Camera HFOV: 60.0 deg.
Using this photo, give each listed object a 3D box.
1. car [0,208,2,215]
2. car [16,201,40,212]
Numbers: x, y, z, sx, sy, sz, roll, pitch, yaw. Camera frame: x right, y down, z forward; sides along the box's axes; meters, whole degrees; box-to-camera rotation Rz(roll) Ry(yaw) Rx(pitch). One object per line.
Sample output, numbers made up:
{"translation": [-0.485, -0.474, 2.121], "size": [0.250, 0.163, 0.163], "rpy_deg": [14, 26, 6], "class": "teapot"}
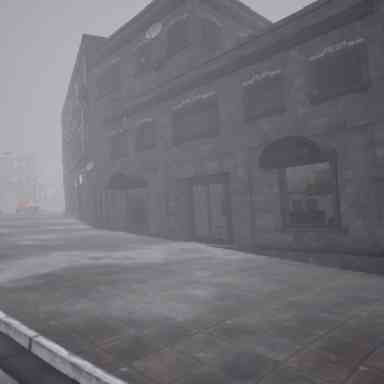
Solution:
{"translation": [-23.879, 2.050, 38.531], "size": [1.837, 1.490, 4.892], "rpy_deg": [-3, 0, -6], "class": "car"}
{"translation": [-25.069, 2.117, 50.917], "size": [2.097, 1.767, 4.553], "rpy_deg": [-3, -1, -4], "class": "car"}
